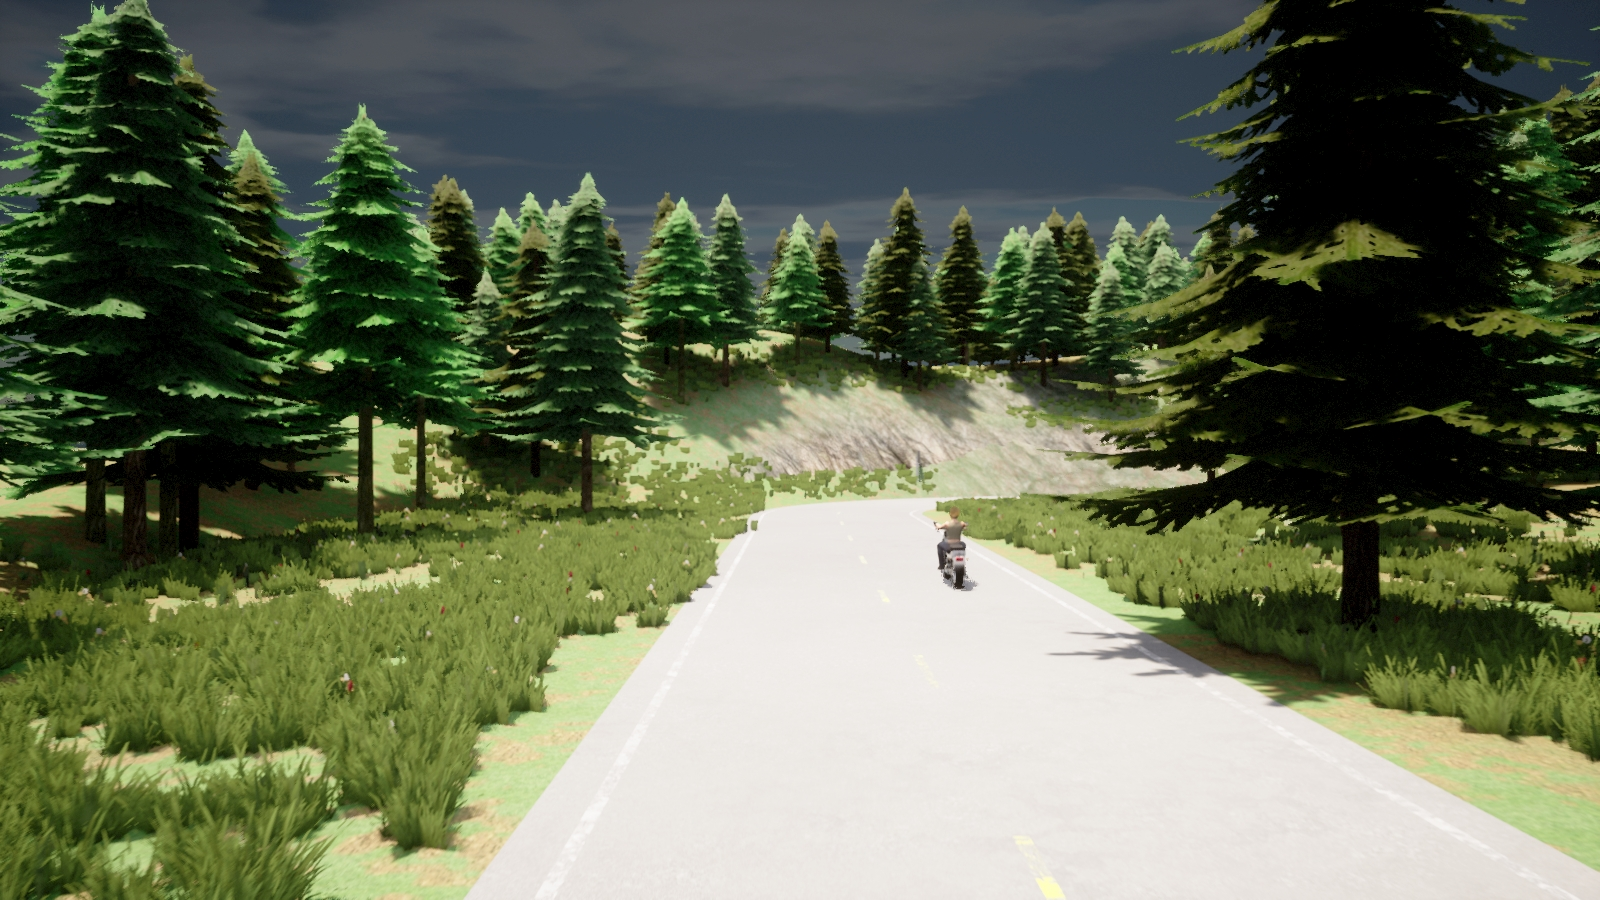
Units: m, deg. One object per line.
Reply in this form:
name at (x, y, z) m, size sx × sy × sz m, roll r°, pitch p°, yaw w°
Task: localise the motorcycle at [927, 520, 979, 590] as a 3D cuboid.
motorcycle at (3.194, 2.170, 24.037) m, size 0.764 × 1.277 × 2.356 m, roll 0°, pitch 0°, yaw 0°
